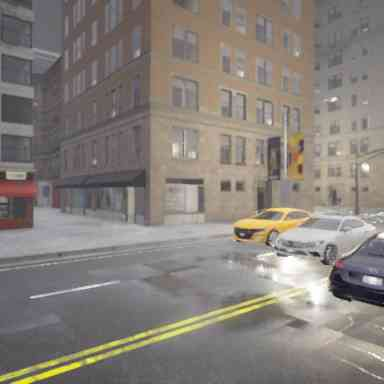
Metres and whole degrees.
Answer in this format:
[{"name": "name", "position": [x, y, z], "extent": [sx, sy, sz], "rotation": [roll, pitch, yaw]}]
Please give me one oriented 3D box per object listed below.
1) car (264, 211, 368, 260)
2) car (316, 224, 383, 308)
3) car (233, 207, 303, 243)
[{"name": "car", "position": [4.871, 1.532, 11.745], "extent": [4.674, 1.442, 1.812], "rotation": [0, 0, -38]}, {"name": "car", "position": [4.785, 1.566, 7.263], "extent": [4.181, 1.385, 1.994], "rotation": [0, 0, -40]}, {"name": "car", "position": [4.018, 1.488, 15.212], "extent": [5.008, 1.535, 1.882], "rotation": [0, 0, -38]}]
